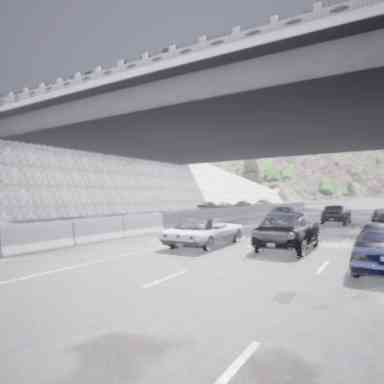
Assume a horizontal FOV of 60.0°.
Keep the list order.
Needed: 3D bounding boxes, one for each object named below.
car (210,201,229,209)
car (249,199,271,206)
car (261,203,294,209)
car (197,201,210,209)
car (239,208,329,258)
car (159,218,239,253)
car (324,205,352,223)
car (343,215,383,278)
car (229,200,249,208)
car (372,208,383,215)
[{"bbox_3d":[5.467,2.346,58.077,1.895,1.301,4.718,-1,-1,31],"label":"car"},{"bbox_3d":[11.630,2.021,54.793,2.097,1.767,4.553,-1,-1,31],"label":"car"},{"bbox_3d":[7.401,1.863,26.520,2.033,1.411,5.357,-1,-1,30],"label":"car"},{"bbox_3d":[2.890,2.339,60.565,2.033,1.411,5.357,-1,-1,31],"label":"car"},{"bbox_3d":[3.969,1.654,13.636,2.128,1.511,4.902,-1,-1,31],"label":"car"},{"bbox_3d":[0.630,1.797,14.869,1.895,1.301,4.718,-1,-1,31],"label":"car"},{"bbox_3d":[11.528,1.800,26.611,1.837,1.490,4.892,-1,-1,31],"label":"car"},{"bbox_3d":[5.874,1.651,9.997,2.033,1.411,5.357,-1,-1,31],"label":"car"},{"bbox_3d":[8.490,2.210,56.338,1.837,1.490,4.892,-1,-1,31],"label":"car"},{"bbox_3d":[14.227,1.850,24.304,1.895,1.301,4.718,-1,-1,31],"label":"car"}]
